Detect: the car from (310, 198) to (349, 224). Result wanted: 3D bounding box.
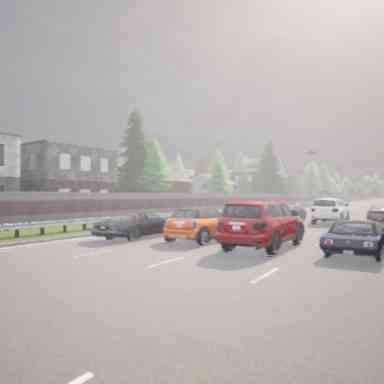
[{"bbox_3d":[11.169,1.512,26.811,2.150,2.045,5.566,-1,0,33],"label":"car"}]

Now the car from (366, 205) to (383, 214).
[{"bbox_3d":[14.629,1.761,25.701,2.128,1.511,4.902,-1,-1,33],"label":"car"}]

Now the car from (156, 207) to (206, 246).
[{"bbox_3d":[0.588,1.544,16.793,2.097,1.767,4.553,-1,-1,33],"label":"car"}]

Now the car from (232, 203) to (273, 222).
[{"bbox_3d":[5.791,1.843,31.371,2.128,1.511,4.902,-1,-1,33],"label":"car"}]

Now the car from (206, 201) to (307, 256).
[{"bbox_3d":[3.057,1.383,14.179,2.150,2.045,5.566,-1,0,33],"label":"car"}]

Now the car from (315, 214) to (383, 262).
[{"bbox_3d":[6.381,1.738,12.861,1.895,1.301,4.718,-1,-1,33],"label":"car"}]

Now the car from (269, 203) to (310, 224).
[{"bbox_3d":[8.735,1.816,29.477,2.128,1.511,4.902,-1,-1,33],"label":"car"}]

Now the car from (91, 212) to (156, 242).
[{"bbox_3d":[-2.857,1.761,17.920,2.033,1.411,5.357,-1,-1,33],"label":"car"}]
